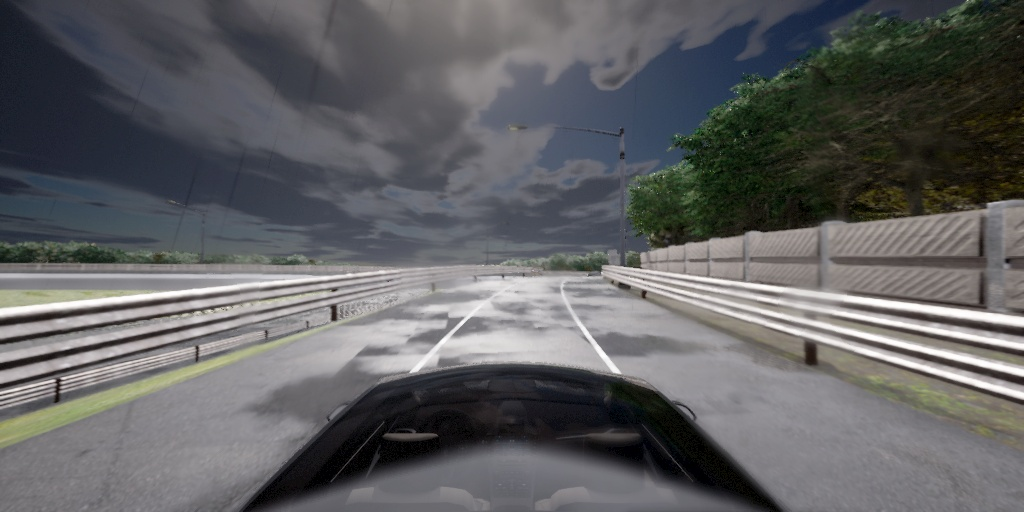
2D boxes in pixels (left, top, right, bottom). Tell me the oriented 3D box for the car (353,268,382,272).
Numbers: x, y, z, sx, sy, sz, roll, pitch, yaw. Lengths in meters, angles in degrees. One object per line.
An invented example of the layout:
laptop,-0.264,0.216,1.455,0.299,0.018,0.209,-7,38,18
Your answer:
car,-21.830,2.310,54.988,4.718,1.301,1.895,2,-4,-22
